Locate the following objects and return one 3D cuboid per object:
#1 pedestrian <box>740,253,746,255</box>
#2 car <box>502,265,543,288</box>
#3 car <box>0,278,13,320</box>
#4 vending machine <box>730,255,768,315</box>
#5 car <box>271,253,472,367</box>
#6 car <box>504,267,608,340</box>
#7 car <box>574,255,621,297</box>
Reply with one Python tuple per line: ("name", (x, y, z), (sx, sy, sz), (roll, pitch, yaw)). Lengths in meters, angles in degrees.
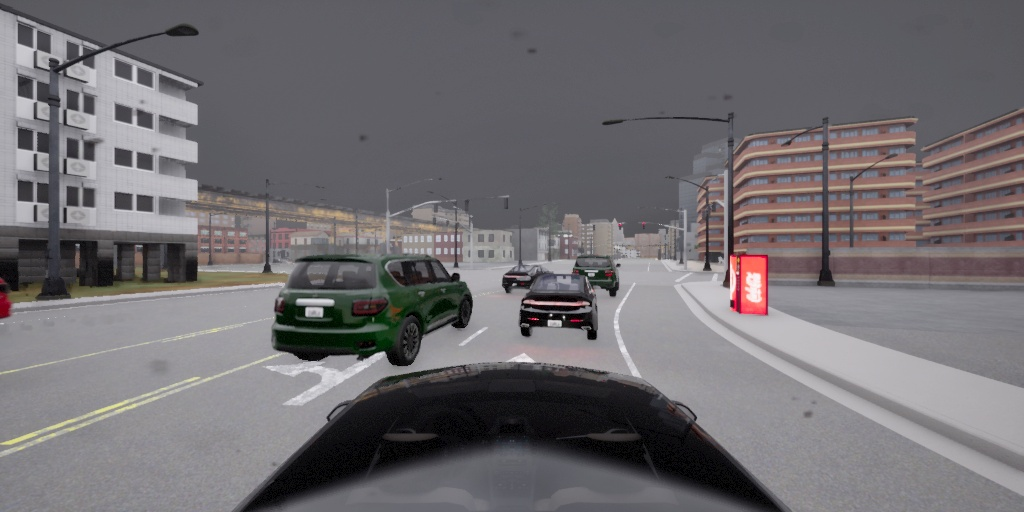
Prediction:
("pedestrian", (8.055, 0.794, 12.467), (0.375, 1.860, 0.375), (0, 0, 21))
("car", (1.124, 1.240, 20.177), (2.128, 1.511, 4.902), (0, 0, 24))
("car", (-13.659, 0.971, 6.503), (2.150, 2.045, 5.566), (0, 0, 7))
("vending machine", (7.821, 0.944, 11.848), (1.100, 2.100, 0.880), (0, 0, 20))
("car", (-2.599, 0.970, 8.198), (2.150, 2.045, 5.566), (0, 0, 10))
("car", (1.444, 1.241, 10.101), (2.128, 1.511, 4.902), (0, 0, 12))
("car", (4.572, 0.970, 19.341), (2.150, 2.045, 5.566), (0, 0, 19))
